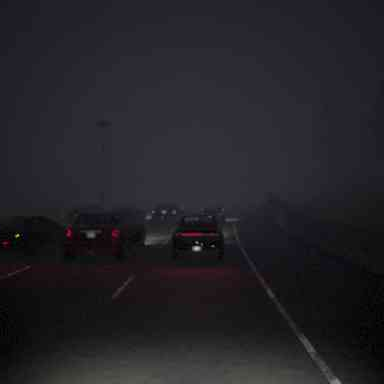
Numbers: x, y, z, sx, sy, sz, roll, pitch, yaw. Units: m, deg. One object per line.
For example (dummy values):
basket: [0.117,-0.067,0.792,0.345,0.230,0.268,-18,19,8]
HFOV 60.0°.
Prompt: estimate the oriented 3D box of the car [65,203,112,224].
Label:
car: [-8.710,1.740,28.434,1.882,1.535,5.008,0,0,8]

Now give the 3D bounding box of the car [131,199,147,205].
car: [-12.817,2.346,80.652,1.895,1.301,4.718,0,-1,21]

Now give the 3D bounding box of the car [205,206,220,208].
car: [1.664,1.820,26.825,1.994,1.385,4.181,0,0,8]

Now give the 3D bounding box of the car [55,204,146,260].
car: [-3.204,1.472,13.097,2.097,1.767,4.553,0,-1,4]

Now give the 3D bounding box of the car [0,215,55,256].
car: [-6.675,1.650,13.599,1.812,1.442,4.674,0,0,4]

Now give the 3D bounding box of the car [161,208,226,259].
car: [0.306,1.618,13.098,2.128,1.511,4.902,0,0,4]

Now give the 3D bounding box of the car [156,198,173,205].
car: [-6.402,2.206,77.829,1.882,1.535,5.008,0,-1,21]

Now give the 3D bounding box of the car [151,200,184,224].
car: [-1.834,1.606,27.107,2.097,1.767,4.553,0,-1,8]
